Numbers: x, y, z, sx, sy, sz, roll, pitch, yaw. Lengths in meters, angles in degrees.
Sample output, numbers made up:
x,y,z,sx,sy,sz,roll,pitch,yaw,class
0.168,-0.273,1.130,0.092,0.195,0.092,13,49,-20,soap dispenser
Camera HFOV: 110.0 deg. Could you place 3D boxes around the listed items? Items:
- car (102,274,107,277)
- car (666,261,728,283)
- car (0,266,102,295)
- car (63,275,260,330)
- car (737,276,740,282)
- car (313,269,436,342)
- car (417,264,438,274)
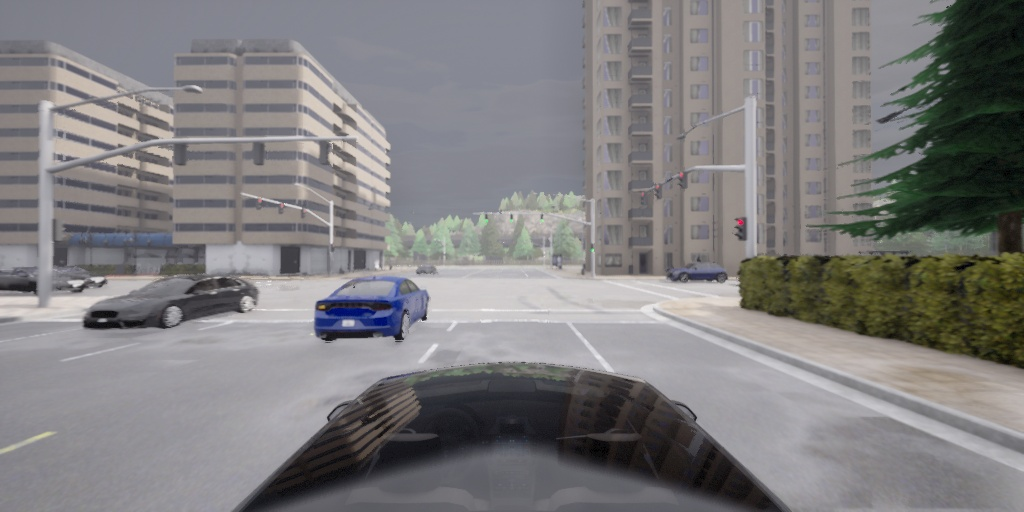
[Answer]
x,y,z,sx,sy,sz,roll,pitch,yaw,class
-29.503,1.409,23.501,4.902,1.511,2.128,0,0,1,car
15.488,1.320,30.261,4.553,1.767,2.097,0,0,1,car
-26.621,1.382,19.969,4.902,1.511,2.128,0,0,1,car
-10.500,1.400,11.617,1.837,1.490,4.892,0,0,0,car
19.498,1.445,26.703,4.892,1.490,1.837,0,0,1,car
-3.581,1.292,10.062,1.882,1.535,5.008,0,0,-3,car
-10.499,1.679,44.243,1.994,1.385,4.181,0,0,0,car
